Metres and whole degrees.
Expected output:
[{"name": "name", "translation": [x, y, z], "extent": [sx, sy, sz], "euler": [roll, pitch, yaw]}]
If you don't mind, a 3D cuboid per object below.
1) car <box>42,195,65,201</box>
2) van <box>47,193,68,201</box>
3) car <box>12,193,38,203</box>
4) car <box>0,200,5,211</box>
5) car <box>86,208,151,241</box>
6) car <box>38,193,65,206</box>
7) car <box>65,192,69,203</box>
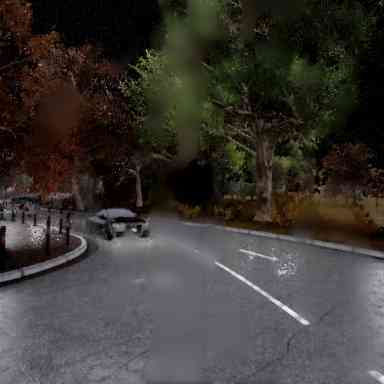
[{"name": "car", "translation": [-33.756, 1.404, 81.186], "extent": [4.792, 1.488, 2.163], "euler": [1, 0, -6]}, {"name": "van", "translation": [-33.923, 1.149, 84.010], "extent": [4.442, 1.987, 1.878], "euler": [1, 0, -6]}, {"name": "car", "translation": [-31.866, 1.118, 64.336], "extent": [5.566, 2.045, 2.435], "euler": [1, 0, -6]}, {"name": "car", "translation": [-21.850, 1.361, 36.476], "extent": [1.837, 1.490, 4.892], "euler": [-1, 1, -35]}, {"name": "car", "translation": [-3.664, 1.475, 16.184], "extent": [1.994, 1.385, 4.181], "euler": [1, 0, -35]}, {"name": "car", "translation": [-22.962, 1.286, 54.411], "extent": [2.097, 1.767, 4.553], "euler": [1, 0, -6]}, {"name": "car", "translation": [-24.244, 1.309, 65.831], "extent": [2.097, 1.767, 4.553], "euler": [1, 0, -6]}]
